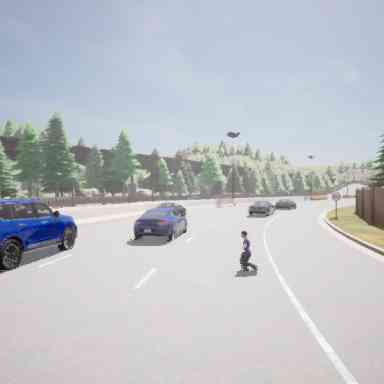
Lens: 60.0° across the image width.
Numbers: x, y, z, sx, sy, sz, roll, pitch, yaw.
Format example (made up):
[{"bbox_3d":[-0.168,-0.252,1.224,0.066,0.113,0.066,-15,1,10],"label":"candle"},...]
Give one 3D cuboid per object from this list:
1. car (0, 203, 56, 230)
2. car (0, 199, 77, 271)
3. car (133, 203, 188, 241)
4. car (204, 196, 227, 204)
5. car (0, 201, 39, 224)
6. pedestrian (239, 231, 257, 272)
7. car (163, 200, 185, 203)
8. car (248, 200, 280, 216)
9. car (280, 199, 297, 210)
[{"bbox_3d":[-11.267,1.525,21.909,1.812,1.442,4.674,0,0,14],"label":"car"},{"bbox_3d":[-5.986,1.222,11.153,2.150,2.045,5.566,0,0,7],"label":"car"},{"bbox_3d":[-1.481,1.525,16.706,1.812,1.442,4.674,0,0,11],"label":"car"},{"bbox_3d":[4.609,1.491,63.563,2.128,1.511,4.902,0,0,36],"label":"car"},{"bbox_3d":[-14.093,1.477,25.023,1.882,1.535,5.008,0,0,15],"label":"car"},{"bbox_3d":[1.518,1.574,9.227,0.375,1.300,0.375,0,0,7],"label":"pedestrian"},{"bbox_3d":[-1.890,1.564,28.627,1.994,1.385,4.181,0,0,18],"label":"car"},{"bbox_3d":[6.834,1.547,32.265,2.033,1.411,5.357,0,0,23],"label":"car"},{"bbox_3d":[12.168,1.564,43.167,1.994,1.385,4.181,0,0,32],"label":"car"}]
